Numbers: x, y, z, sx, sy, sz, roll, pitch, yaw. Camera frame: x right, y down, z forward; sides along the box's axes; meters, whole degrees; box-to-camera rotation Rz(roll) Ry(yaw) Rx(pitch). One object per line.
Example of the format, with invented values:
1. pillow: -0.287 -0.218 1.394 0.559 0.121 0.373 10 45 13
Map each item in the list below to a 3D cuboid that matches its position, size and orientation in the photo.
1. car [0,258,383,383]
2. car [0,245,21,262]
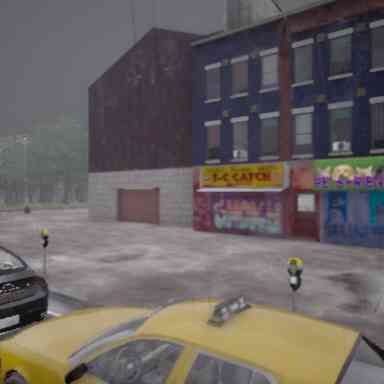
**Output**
1. car: 0.081 1.527 2.751 4.829 1.417 1.752 0 0 36
2. car: -4.293 1.563 5.873 4.403 1.369 2.008 0 0 36
